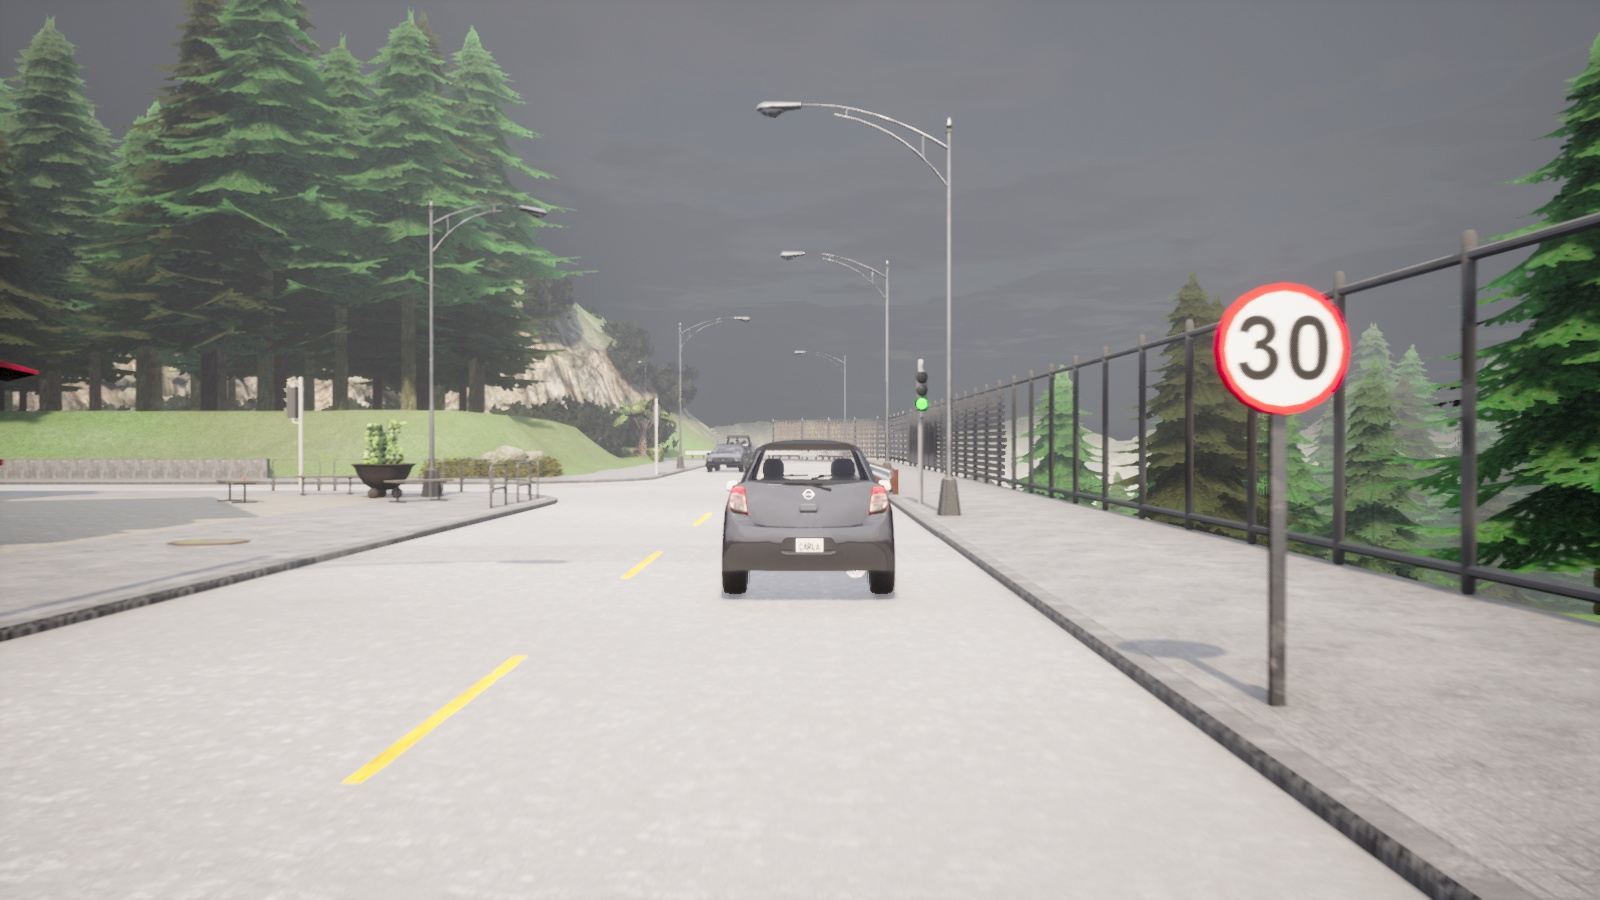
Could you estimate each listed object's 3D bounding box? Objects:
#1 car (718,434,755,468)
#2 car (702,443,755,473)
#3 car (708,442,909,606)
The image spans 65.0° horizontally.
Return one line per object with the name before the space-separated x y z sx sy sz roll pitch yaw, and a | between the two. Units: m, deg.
car | -3.599 0.054 71.888 1.905 1.878 3.866 0 0 0
car | -3.542 0.367 62.871 2.033 1.411 5.357 0 0 3
car | 0.087 0.670 13.359 1.845 1.501 3.633 0 0 0
